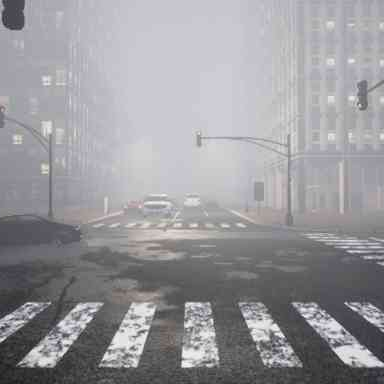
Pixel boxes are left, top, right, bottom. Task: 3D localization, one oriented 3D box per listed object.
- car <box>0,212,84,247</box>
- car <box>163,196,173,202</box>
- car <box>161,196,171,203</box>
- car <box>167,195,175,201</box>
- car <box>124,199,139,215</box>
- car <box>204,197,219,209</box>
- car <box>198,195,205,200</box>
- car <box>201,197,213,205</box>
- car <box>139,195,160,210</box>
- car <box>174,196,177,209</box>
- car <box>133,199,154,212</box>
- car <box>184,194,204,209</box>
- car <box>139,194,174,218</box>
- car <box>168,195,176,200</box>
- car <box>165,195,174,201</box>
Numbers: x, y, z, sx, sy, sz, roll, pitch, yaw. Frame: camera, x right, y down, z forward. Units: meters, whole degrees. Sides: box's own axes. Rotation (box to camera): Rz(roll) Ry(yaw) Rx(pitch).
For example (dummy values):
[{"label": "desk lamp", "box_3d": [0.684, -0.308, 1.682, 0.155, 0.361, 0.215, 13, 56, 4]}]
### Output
[{"label": "car", "box_3d": [-6.788, 1.567, 14.064, 4.181, 1.385, 1.994, 0, 0, -21]}, {"label": "car", "box_3d": [-5.668, 1.582, 78.349, 2.008, 1.369, 4.403, 1, 0, 0]}, {"label": "car", "box_3d": [-5.669, 1.574, 72.774, 1.887, 1.381, 4.507, 1, 0, 0]}, {"label": "car", "box_3d": [-5.667, 1.587, 89.499, 2.008, 1.369, 4.403, 1, 0, 0]}, {"label": "car", "box_3d": [-5.671, 1.453, 33.748, 1.967, 1.590, 4.097, 1, 0, 0]}, {"label": "car", "box_3d": [2.707, 1.599, 44.959, 1.802, 1.307, 4.206, 1, 0, 0]}, {"label": "car", "box_3d": [2.714, 1.584, 95.155, 1.887, 1.381, 4.507, 1, 0, 0]}, {"label": "car", "box_3d": [2.710, 1.590, 61.692, 1.947, 1.339, 4.313, 1, 0, 0]}, {"label": "car", "box_3d": [-5.667, 1.332, 44.898, 2.192, 1.841, 5.009, 1, 0, 0]}, {"label": "car", "box_3d": [-3.094, 1.541, 40.235, 1.812, 1.442, 4.674, 0, 0, 0]}, {"label": "car", "box_3d": [-5.673, 1.597, 39.323, 1.802, 1.307, 4.206, 1, 0, 0]}, {"label": "car", "box_3d": [0.105, 1.239, 45.030, 2.150, 2.045, 5.566, 0, 0, 0]}, {"label": "car", "box_3d": [-3.094, 1.233, 30.313, 2.150, 2.045, 5.566, 0, 0, 0]}, {"label": "car", "box_3d": [-5.667, 1.605, 95.075, 1.947, 1.339, 4.313, 1, 0, 0]}, {"label": "car", "box_3d": [-5.668, 1.578, 83.924, 1.887, 1.381, 4.507, 1, 0, 0]}]
